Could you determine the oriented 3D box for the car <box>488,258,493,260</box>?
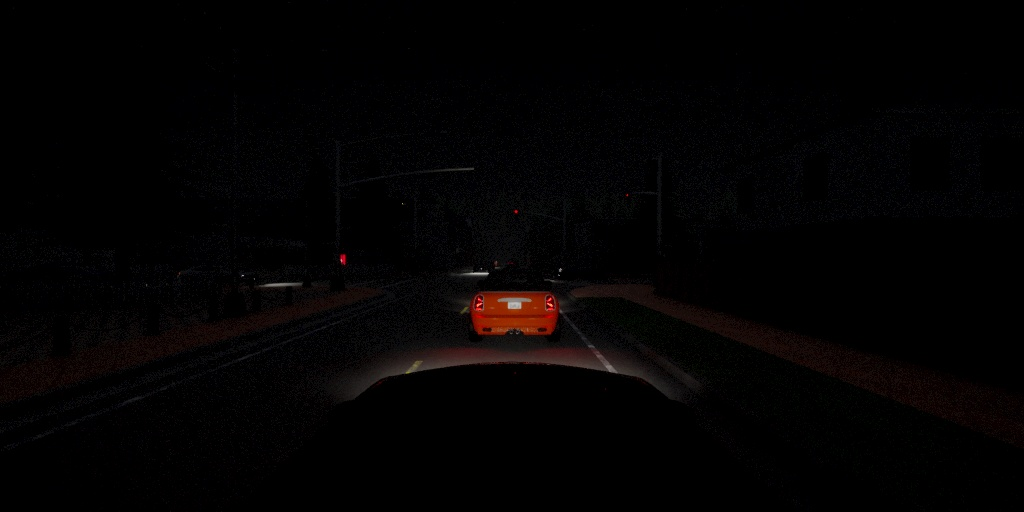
[{"bbox_3d":[-3.619,1.314,44.326,1.994,1.385,4.181,0,0,0],"label":"car"}]

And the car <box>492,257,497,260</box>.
[{"bbox_3d":[-3.620,1.314,54.294,1.994,1.385,4.181,0,0,0],"label":"car"}]

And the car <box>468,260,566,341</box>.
[{"bbox_3d":[0.067,1.102,9.977,2.097,1.767,4.553,0,0,0],"label":"car"}]

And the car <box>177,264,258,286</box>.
[{"bbox_3d":[-20.010,1.291,24.465,4.674,1.442,1.812,0,0,-2],"label":"car"}]

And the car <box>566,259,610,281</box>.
[{"bbox_3d":[5.571,1.085,29.269,4.553,1.767,2.097,0,0,-10],"label":"car"}]

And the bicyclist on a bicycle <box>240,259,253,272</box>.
[{"bbox_3d":[-23.575,1.066,31.823,0.582,1.620,1.656,0,0,-2],"label":"bicyclist on a bicycle"}]

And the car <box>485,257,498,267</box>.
[{"bbox_3d":[-3.593,1.103,64.413,2.097,1.767,4.553,0,0,0],"label":"car"}]

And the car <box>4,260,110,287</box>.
[{"bbox_3d":[-30.190,1.243,24.149,5.008,1.535,1.882,0,0,-1],"label":"car"}]

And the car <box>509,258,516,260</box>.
[{"bbox_3d":[0.058,1.241,52.479,2.128,1.511,4.902,0,0,0],"label":"car"}]
